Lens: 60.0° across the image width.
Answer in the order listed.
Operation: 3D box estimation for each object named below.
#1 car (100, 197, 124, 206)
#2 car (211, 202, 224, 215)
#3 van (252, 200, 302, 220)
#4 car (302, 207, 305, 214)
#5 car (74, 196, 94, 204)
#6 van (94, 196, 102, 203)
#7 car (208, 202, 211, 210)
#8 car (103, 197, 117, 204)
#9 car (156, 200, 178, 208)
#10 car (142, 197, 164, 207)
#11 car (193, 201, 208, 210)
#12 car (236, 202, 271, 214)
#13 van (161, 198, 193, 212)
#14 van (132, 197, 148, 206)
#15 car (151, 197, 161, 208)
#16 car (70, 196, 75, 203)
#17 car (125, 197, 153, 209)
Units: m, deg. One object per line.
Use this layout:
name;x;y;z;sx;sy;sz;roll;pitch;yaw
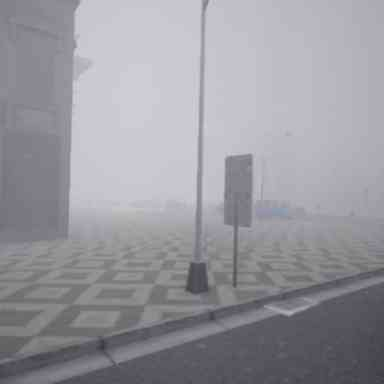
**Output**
car;-14.912;1.956;61.925;2.008;1.369;4.403;2;-1;-36
car;4.427;1.822;35.001;1.887;1.381;4.507;2;-1;-36
van;7.654;1.598;30.517;1.690;1.788;3.998;2;-1;-36
car;11.383;2.065;39.975;1.887;1.381;4.507;2;-1;-36
car;-24.482;1.995;75.249;1.752;1.417;4.829;2;-1;-36
van;-24.089;2.097;89.330;1.690;1.788;3.998;2;-1;-36
car;4.933;2.107;48.948;1.887;1.381;4.507;2;-1;-36
car;-20.867;2.175;84.842;1.967;1.590;4.097;2;-1;-36
car;-4.742;2.171;62.408;1.887;1.381;4.507;2;-1;-36
car;-7.963;1.963;66.898;2.192;1.841;5.009;2;-1;-36
car;1.609;2.110;53.573;1.752;1.417;4.829;2;-1;-36
car;8.158;2.086;44.462;1.887;1.381;4.507;2;-1;-36
van;-2.015;1.660;43.979;1.690;1.788;3.998;2;-1;-36
van;-11.189;2.011;71.384;1.690;1.788;3.998;2;-1;-36
car;-6.997;1.951;55.663;1.837;1.490;4.892;2;-1;-36
car;-31.023;1.829;84.365;2.192;1.841;5.009;2;-1;-36
car;-8.466;1.944;52.950;1.802;1.307;4.206;2;-1;-36
